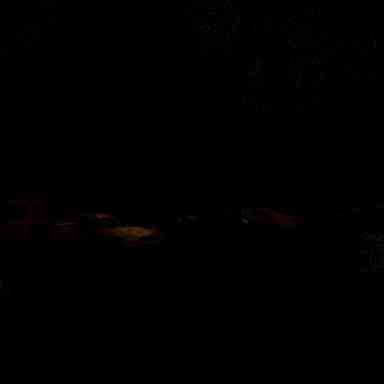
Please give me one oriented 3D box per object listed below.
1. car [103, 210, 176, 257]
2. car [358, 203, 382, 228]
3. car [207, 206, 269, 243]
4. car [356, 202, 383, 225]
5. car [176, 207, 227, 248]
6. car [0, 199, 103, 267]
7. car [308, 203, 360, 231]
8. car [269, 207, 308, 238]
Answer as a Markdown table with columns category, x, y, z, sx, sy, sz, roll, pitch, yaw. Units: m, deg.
| category | x | y | z | sx | sy | sz | roll | pitch | yaw |
| --- | --- | --- | --- | --- | --- | --- | --- | --- | --- |
| car | -3.478 | 1.543 | 13.399 | 5.366 | 1.575 | 1.946 | -1 | -1 | 34 |
| car | 10.703 | 1.731 | 24.060 | 4.792 | 1.488 | 2.163 | -1 | -1 | 33 |
| car | 1.199 | 1.473 | 16.966 | 4.553 | 1.767 | 2.185 | -1 | -1 | 34 |
| car | 13.025 | 1.728 | 25.873 | 5.008 | 1.535 | 2.097 | -1 | -1 | 33 |
| car | -1.223 | 1.575 | 15.232 | 4.892 | 1.521 | 2.231 | -1 | -1 | 34 |
| car | -6.075 | 1.272 | 11.785 | 5.566 | 2.045 | 2.435 | -1 | -1 | 34 |
| car | 8.284 | 1.706 | 22.296 | 4.792 | 1.488 | 2.163 | -1 | -1 | 33 |
| car | 3.570 | 1.625 | 18.730 | 5.008 | 1.535 | 2.097 | -1 | -1 | 34 |
